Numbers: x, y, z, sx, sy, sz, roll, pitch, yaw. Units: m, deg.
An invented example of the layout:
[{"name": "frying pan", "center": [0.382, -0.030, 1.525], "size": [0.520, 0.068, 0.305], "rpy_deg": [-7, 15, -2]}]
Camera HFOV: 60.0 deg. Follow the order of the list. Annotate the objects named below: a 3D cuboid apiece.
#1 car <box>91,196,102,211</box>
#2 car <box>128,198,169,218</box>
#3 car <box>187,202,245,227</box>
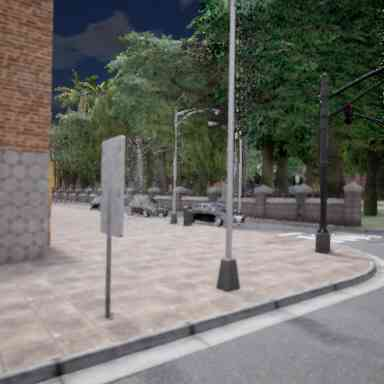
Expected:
[{"name": "car", "center": [-9.929, 1.306, 38.071], "size": [2.097, 1.767, 4.553], "rpy_deg": [2, -1, -36]}, {"name": "car", "center": [-3.912, 1.312, 29.705], "size": [2.097, 1.767, 4.553], "rpy_deg": [2, -1, -36]}, {"name": "car", "center": [1.440, 1.457, 22.281], "size": [2.128, 1.511, 4.902], "rpy_deg": [2, -1, -36]}]
